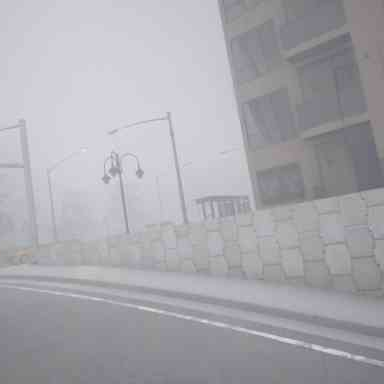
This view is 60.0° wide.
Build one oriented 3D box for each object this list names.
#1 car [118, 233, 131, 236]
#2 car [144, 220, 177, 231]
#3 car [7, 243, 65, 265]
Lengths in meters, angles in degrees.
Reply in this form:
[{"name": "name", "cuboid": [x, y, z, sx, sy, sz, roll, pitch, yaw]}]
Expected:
[{"name": "car", "cuboid": [-7.889, 5.450, 37.475, 1.895, 1.301, 4.718, -14, -8, 35]}, {"name": "car", "cuboid": [-3.060, 4.348, 38.084, 2.150, 2.045, 5.566, -14, -8, 35]}, {"name": "car", "cuboid": [-13.720, 5.357, 29.535, 1.882, 1.535, 5.008, -14, -8, 35]}]
